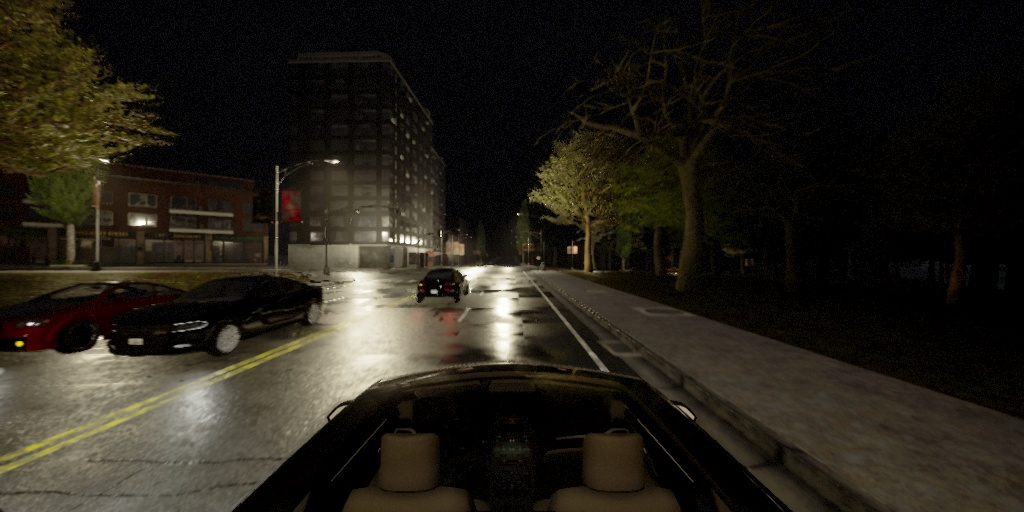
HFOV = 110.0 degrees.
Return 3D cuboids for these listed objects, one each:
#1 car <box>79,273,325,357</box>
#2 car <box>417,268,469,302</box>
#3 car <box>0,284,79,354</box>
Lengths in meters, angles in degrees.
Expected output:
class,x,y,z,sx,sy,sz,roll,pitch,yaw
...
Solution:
class,x,y,z,sx,sy,sz,roll,pitch,yaw
car,-6.591,1.229,8.783,1.882,1.535,5.008,0,0,0
car,-3.145,1.288,16.811,1.812,1.442,4.674,0,0,0
car,-9.842,1.316,8.623,1.994,1.385,4.181,0,0,0
